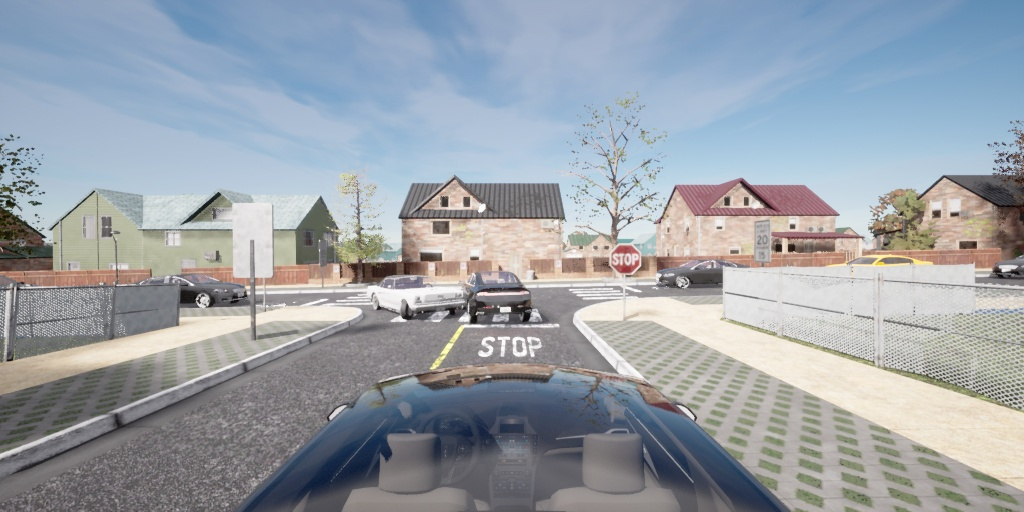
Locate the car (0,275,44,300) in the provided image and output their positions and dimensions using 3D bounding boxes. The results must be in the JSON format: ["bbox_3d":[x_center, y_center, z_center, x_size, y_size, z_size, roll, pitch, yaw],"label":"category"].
[{"bbox_3d":[-24.233,1.648,16.402,4.553,1.767,2.097,-1,1,0],"label":"car"}]

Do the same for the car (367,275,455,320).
[{"bbox_3d":[-3.597,1.367,12.938,1.895,1.301,4.718,0,0,-38],"label":"car"}]

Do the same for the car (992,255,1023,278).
[{"bbox_3d":[29.393,0.478,19.546,4.902,1.511,2.128,-1,1,0],"label":"car"}]

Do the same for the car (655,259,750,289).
[{"bbox_3d":[10.339,0.925,19.481,4.902,1.511,2.128,-1,1,0],"label":"car"}]

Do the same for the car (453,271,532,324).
[{"bbox_3d":[-0.680,1.242,12.078,2.128,1.511,4.902,0,0,-12],"label":"car"}]

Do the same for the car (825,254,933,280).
[{"bbox_3d":[19.769,0.690,19.514,5.008,1.535,1.882,-1,1,-1],"label":"car"}]

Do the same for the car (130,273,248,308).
[{"bbox_3d":[-14.895,1.566,16.439,4.902,1.511,2.128,-1,1,0],"label":"car"}]
